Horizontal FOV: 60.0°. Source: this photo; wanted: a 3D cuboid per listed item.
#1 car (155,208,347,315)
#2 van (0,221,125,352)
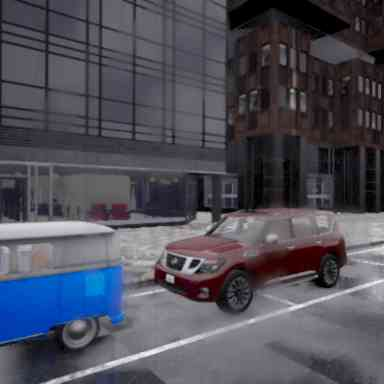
[{"bbox_3d":[1.633,1.348,7.819,5.009,1.841,2.192,0,0,-36],"label":"car"},{"bbox_3d":[-2.931,1.343,4.558,3.998,1.788,1.690,0,0,-36],"label":"van"}]
